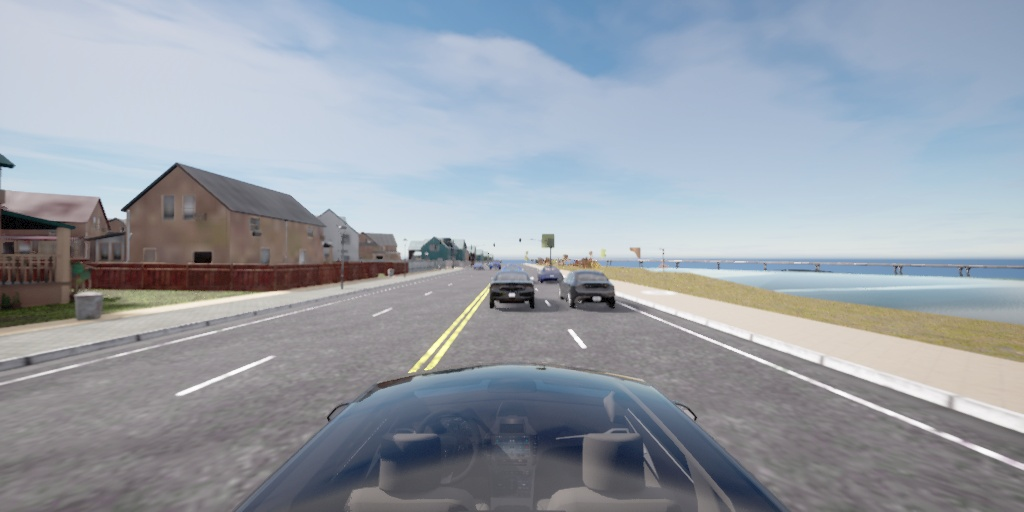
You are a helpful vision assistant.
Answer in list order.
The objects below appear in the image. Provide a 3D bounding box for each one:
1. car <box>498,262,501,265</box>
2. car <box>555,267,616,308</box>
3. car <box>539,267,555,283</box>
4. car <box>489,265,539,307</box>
[{"bbox_3d":[0.009,1.525,31.316,1.882,1.535,5.008,0,0,0],"label":"car"},{"bbox_3d":[3.255,1.400,16.137,1.837,1.490,4.892,0,0,0],"label":"car"},{"bbox_3d":[3.257,1.610,31.141,1.994,1.385,4.181,0,-1,0],"label":"car"},{"bbox_3d":[0.007,1.372,16.308,1.882,1.535,5.008,0,0,0],"label":"car"}]
